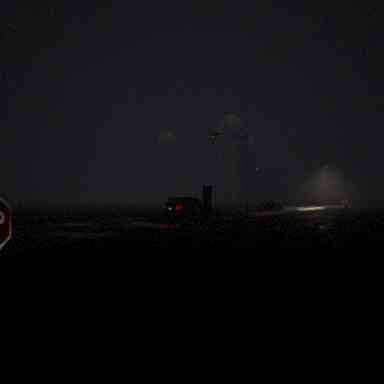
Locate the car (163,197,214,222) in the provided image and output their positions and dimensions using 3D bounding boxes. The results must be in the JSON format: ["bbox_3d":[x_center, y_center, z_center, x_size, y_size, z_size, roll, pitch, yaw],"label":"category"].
[{"bbox_3d":[-0.250,1.480,29.737,2.150,2.045,5.566,0,0,36],"label":"car"}]

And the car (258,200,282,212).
[{"bbox_3d":[10.592,1.846,44.921,2.128,1.511,4.902,0,0,36],"label":"car"}]
